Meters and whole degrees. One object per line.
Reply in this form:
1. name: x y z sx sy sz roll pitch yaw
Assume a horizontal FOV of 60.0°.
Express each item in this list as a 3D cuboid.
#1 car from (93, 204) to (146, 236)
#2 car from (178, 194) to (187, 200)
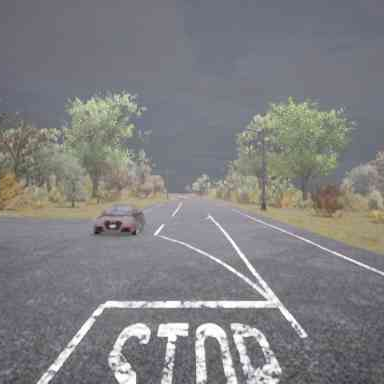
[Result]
1. car: -3.502 1.330 16.745 1.994 1.385 4.181 1 0 0
2. car: -2.523 1.346 88.795 2.097 1.767 4.553 0 0 6
